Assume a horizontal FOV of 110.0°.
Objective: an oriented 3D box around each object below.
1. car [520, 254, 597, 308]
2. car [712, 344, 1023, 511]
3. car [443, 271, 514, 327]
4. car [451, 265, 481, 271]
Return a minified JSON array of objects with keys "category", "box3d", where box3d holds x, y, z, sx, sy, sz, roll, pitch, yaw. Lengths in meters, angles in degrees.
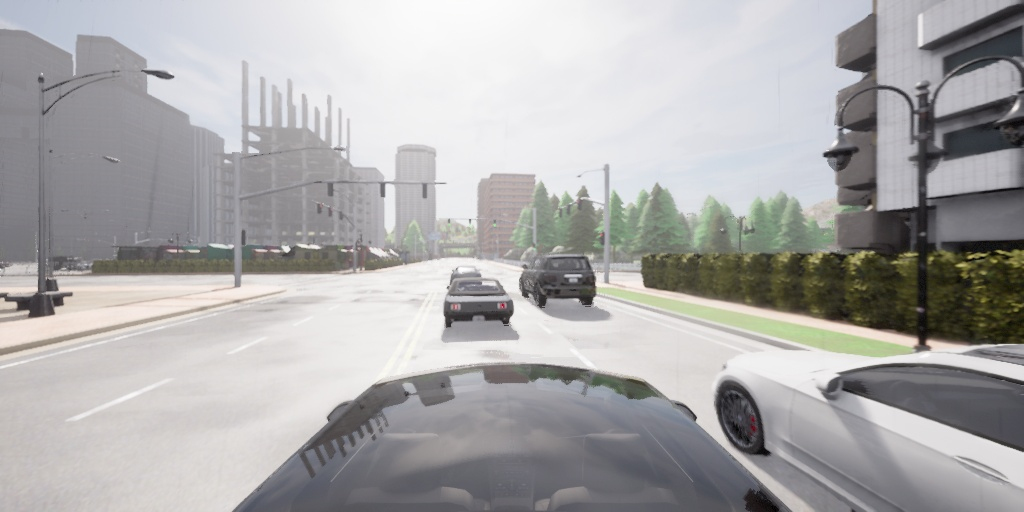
[{"category":"car","box3d":[1.784,0.946,15.406,2.150,2.045,5.566,0,0,-8]},{"category":"car","box3d":[3.255,1.271,2.145,1.812,1.442,4.674,0,0,-2]},{"category":"car","box3d":[-1.166,1.335,11.520,1.895,1.301,4.718,0,0,-8]},{"category":"car","box3d":[-2.917,1.282,22.945,1.994,1.385,4.181,0,0,-9]}]
